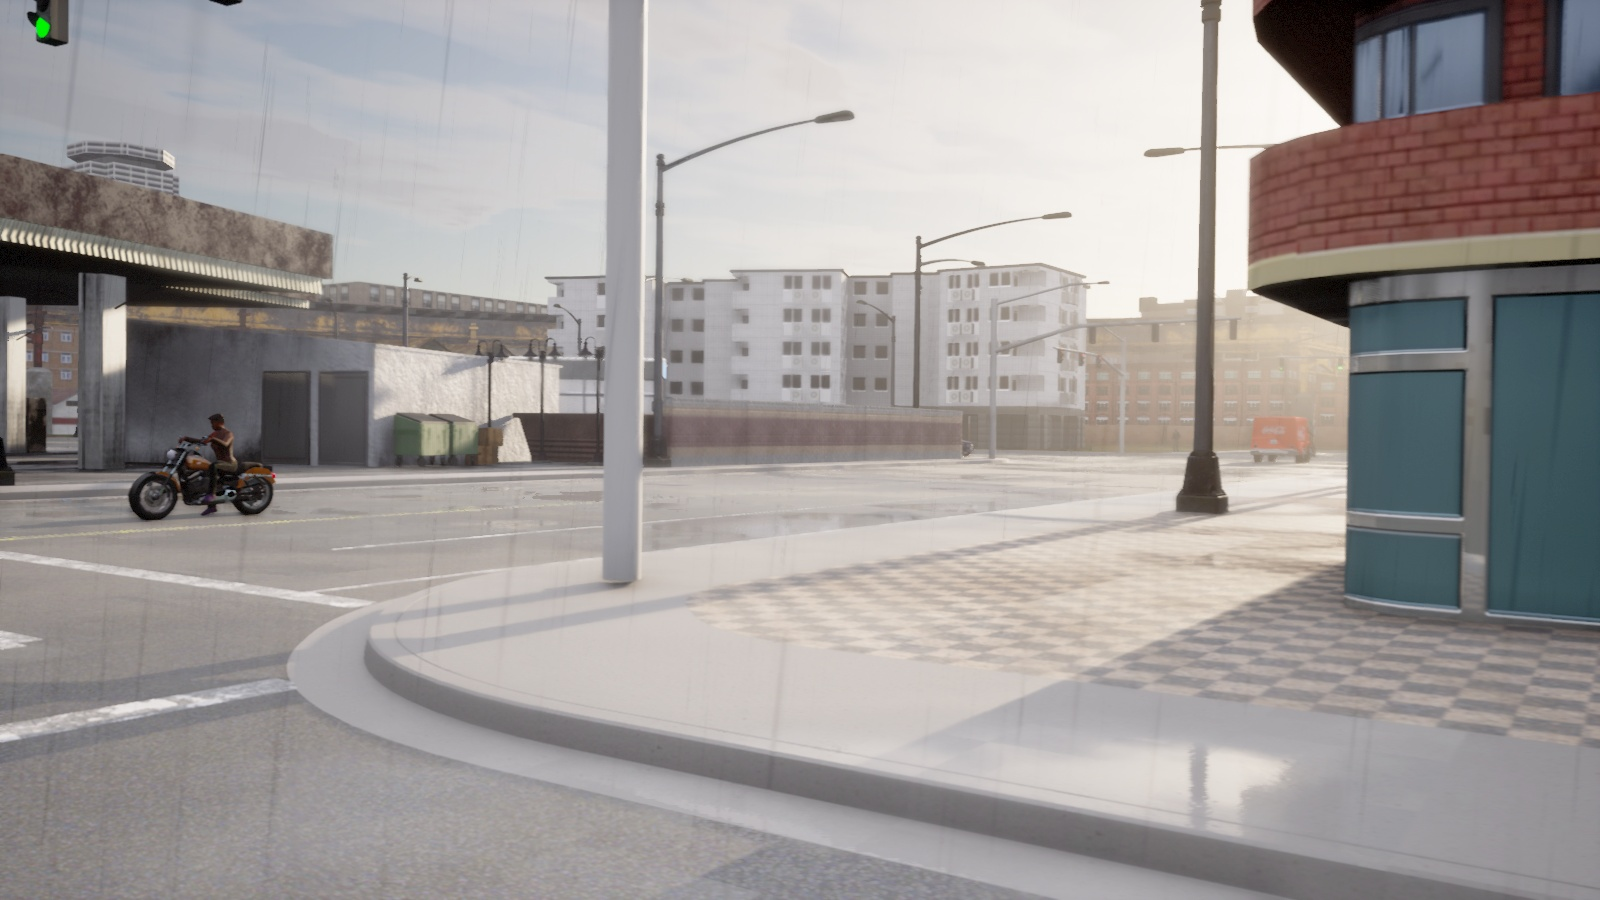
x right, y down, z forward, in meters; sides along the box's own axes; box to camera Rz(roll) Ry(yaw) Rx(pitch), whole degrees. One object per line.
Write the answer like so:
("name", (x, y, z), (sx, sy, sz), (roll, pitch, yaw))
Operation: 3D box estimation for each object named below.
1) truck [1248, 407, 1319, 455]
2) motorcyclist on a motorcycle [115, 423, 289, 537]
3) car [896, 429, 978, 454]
("truck", (26.330, -1.038, 68.236), (2.627, 2.467, 5.204), (0, 1, 33))
("motorcyclist on a motorcycle", (-9.162, 0.408, 19.353), (0.766, 1.649, 2.350), (0, 1, 33))
("car", (8.326, -0.540, 76.397), (4.674, 1.442, 1.812), (0, 1, 34))
